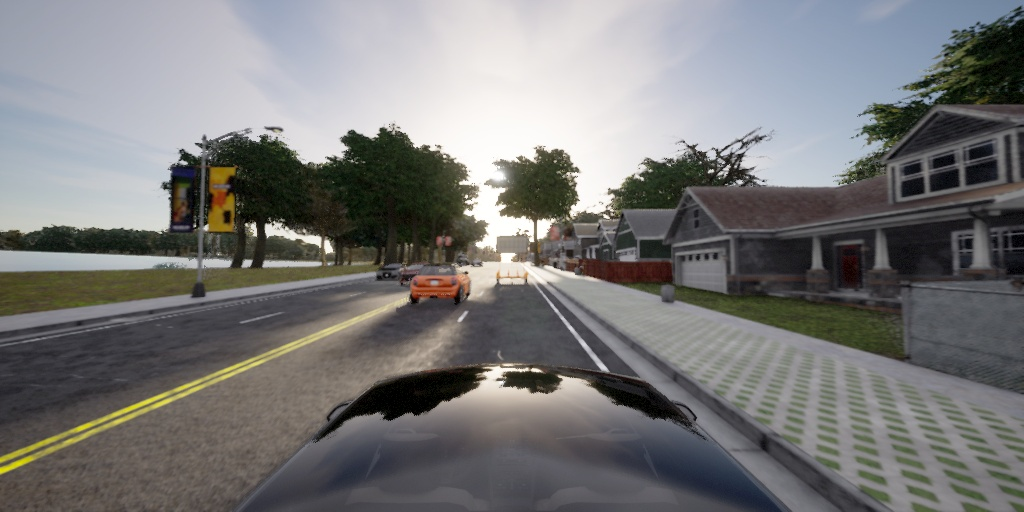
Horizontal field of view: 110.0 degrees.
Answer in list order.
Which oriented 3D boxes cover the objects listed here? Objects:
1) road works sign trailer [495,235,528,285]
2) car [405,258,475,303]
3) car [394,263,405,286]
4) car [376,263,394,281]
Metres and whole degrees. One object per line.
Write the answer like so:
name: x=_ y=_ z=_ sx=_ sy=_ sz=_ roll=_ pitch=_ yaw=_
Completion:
road works sign trailer: x=-0.003 y=0.213 z=26.527 sx=2.380 sy=3.560 sz=2.880 roll=0 pitch=0 yaw=1
car: x=-3.148 y=1.106 z=16.659 sx=2.097 sy=1.767 sz=4.553 roll=0 pitch=0 yaw=0
car: x=-6.597 y=1.227 z=25.893 sx=1.882 sy=1.535 sz=5.008 roll=0 pitch=0 yaw=0
car: x=-9.842 y=1.309 z=30.176 sx=1.994 sy=1.385 sz=4.181 roll=0 pitch=0 yaw=0
